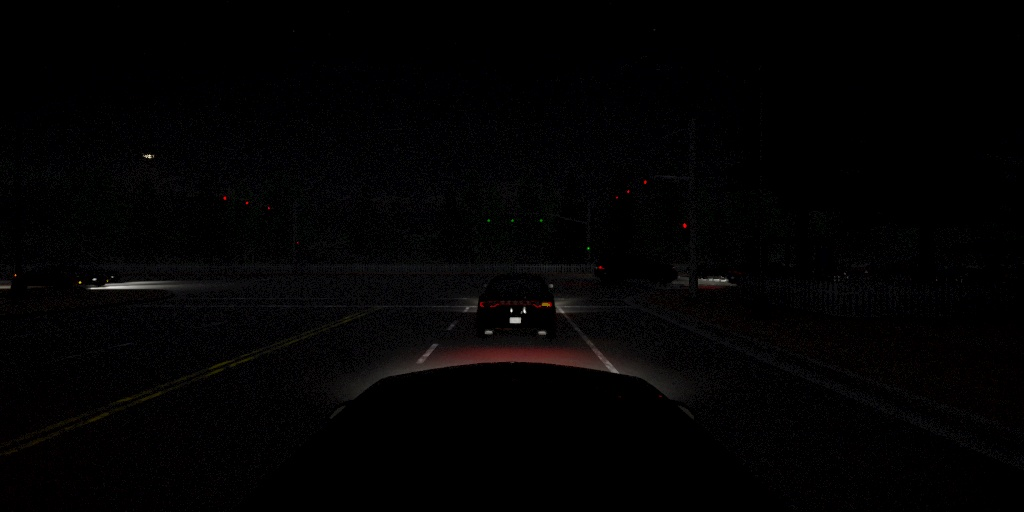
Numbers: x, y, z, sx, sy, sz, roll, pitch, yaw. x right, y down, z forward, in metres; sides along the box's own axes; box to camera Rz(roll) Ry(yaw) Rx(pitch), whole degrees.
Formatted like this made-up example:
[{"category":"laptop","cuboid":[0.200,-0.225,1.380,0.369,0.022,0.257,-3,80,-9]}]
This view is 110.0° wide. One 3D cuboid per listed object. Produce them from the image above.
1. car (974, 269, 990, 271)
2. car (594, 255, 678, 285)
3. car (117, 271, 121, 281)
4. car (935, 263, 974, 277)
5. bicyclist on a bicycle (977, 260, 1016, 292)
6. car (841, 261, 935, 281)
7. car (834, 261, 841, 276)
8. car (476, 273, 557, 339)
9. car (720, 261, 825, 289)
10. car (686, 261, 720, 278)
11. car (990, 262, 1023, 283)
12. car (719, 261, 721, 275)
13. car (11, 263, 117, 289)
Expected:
[{"category":"car","cuboid":[39.925,1.172,27.570,5.008,1.535,1.882,0,0,14]},{"category":"car","cuboid":[8.657,0.918,25.363,5.566,2.045,2.150,0,0,1]},{"category":"car","cuboid":[-30.823,1.220,25.548,4.674,1.442,1.812,0,0,0]},{"category":"car","cuboid":[37.672,1.295,31.591,4.718,1.301,1.895,0,0,9]},{"category":"bicyclist on a bicycle","cuboid":[22.821,0.995,17.011,0.582,1.620,1.656,0,0,0]},{"category":"car","cuboid":[29.988,1.172,28.739,5.008,1.535,1.882,0,0,3]},{"category":"car","cuboid":[27.748,1.186,32.309,4.902,1.511,2.128,0,0,2]},{"category":"car","cuboid":[0.173,1.228,10.151,1.882,1.535,5.008,0,0,2]},{"category":"car","cuboid":[15.903,1.172,21.835,5.008,1.535,1.882,0,0,0]},{"category":"car","cuboid":[18.417,1.186,32.487,4.902,1.511,2.128,0,0,1]},{"category":"car","cuboid":[36.549,1.258,24.553,4.181,1.385,1.994,0,0,8]},{"category":"car","cuboid":[20.235,1.242,29.010,5.357,1.411,2.033,0,0,-1]},{"category":"car","cuboid":[-27.661,1.258,22.054,4.181,1.385,1.994,0,0,0]}]
